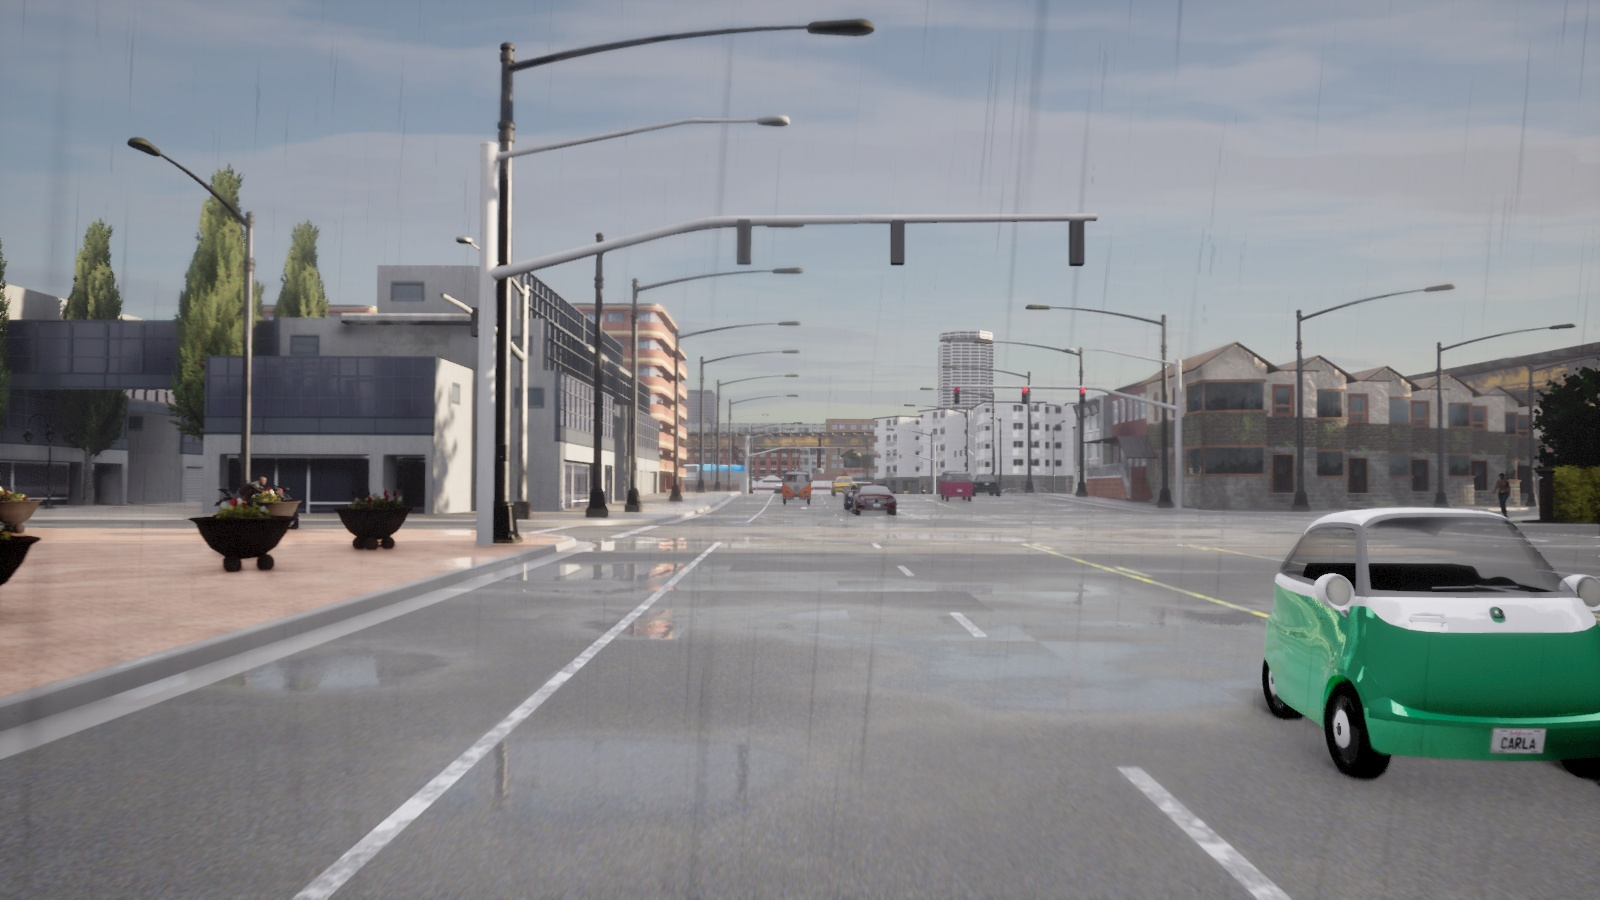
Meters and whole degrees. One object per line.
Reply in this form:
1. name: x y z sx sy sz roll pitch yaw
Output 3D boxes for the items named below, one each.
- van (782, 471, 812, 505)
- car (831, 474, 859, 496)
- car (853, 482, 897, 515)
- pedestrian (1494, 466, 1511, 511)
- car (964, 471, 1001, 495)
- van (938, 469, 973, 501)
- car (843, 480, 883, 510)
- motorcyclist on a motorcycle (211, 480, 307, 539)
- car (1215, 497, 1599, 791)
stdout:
1. van: -0.181 2.299 76.406 1.775 1.987 4.442 0 0 0
2. car: 3.300 2.563 92.774 1.801 1.575 5.366 0 -1 0
3. car: 3.415 2.218 57.758 1.812 1.442 4.674 0 -2 1
4. pedestrian: 28.458 1.574 50.872 0.869 1.805 0.328 1 -2 -42
5. car: 13.775 2.472 94.934 2.097 1.767 4.553 0 -1 0
6. van: 10.302 2.288 83.282 1.775 1.987 4.442 0 0 0
7. car: 3.341 2.385 67.315 1.970 1.475 3.806 0 -1 0
8. motorcyclist on a motorcycle: -14.528 1.593 33.770 2.191 1.530 0.866 0 -2 0
9. car: 3.483 0.977 7.174 1.481 1.376 2.207 0 -1 0
